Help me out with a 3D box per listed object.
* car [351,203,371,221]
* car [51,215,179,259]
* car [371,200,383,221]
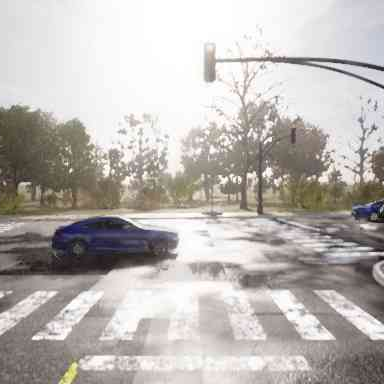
[{"bbox_3d":[14.550,1.315,25.067,5.008,1.535,1.882,0,1,-8],"label":"car"},{"bbox_3d":[-2.839,1.610,12.688,4.674,1.442,1.812,0,1,-7],"label":"car"},{"bbox_3d":[15.241,1.122,21.877,5.566,2.045,2.150,0,1,-8],"label":"car"}]
